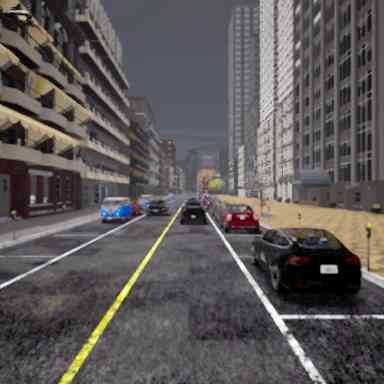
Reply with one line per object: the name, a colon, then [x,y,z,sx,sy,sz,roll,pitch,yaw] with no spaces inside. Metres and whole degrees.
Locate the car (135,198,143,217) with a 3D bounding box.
car: [-5.689,1.491,30.707,1.887,1.381,4.507,0,0,0]

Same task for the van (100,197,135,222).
van: [-5.688,1.297,25.184,1.690,1.788,3.998,0,0,0]

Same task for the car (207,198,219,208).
car: [2.692,1.498,30.707,2.008,1.369,4.403,0,0,0]

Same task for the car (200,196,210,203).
car: [2.689,1.458,69.366,2.008,1.369,4.403,0,0,0]

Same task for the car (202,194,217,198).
car: [2.691,1.371,41.751,1.967,1.590,4.097,0,0,0]

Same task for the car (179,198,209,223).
car: [0.098,1.459,25.250,1.837,1.490,4.892,0,0,0]

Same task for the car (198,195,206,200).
car: [2.687,1.464,91.457,1.947,1.339,4.313,0,0,0]

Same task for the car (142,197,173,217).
car: [-3.074,1.453,30.738,1.837,1.490,4.892,0,0,0]

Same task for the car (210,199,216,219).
car: [2.692,1.506,25.184,2.008,1.369,4.403,0,0,0]

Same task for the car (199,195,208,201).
car: [2.688,1.452,80.412,2.008,1.369,4.403,0,0,0]

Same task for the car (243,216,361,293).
car: [2.694,1.549,8.615,1.947,1.339,4.313,0,0,0]

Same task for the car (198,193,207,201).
car: [2.688,1.214,85.936,2.192,1.841,5.009,0,0,0]

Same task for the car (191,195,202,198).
car: [0.097,1.453,44.432,1.812,1.442,4.674,0,0,0]

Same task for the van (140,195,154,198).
van: [-5.689,1.272,41.752,1.690,1.788,3.998,0,0,0]

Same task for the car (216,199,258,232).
car: [2.693,1.404,19.660,1.967,1.590,4.097,0,0,0]

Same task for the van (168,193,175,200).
van: [-5.694,1.239,91.457,1.690,1.788,3.998,0,0,0]

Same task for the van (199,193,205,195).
van: [2.690,1.251,63.844,1.690,1.788,3.998,0,0,0]

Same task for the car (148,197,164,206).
car: [-5.691,1.469,52.797,2.008,1.369,4.403,0,0,0]
